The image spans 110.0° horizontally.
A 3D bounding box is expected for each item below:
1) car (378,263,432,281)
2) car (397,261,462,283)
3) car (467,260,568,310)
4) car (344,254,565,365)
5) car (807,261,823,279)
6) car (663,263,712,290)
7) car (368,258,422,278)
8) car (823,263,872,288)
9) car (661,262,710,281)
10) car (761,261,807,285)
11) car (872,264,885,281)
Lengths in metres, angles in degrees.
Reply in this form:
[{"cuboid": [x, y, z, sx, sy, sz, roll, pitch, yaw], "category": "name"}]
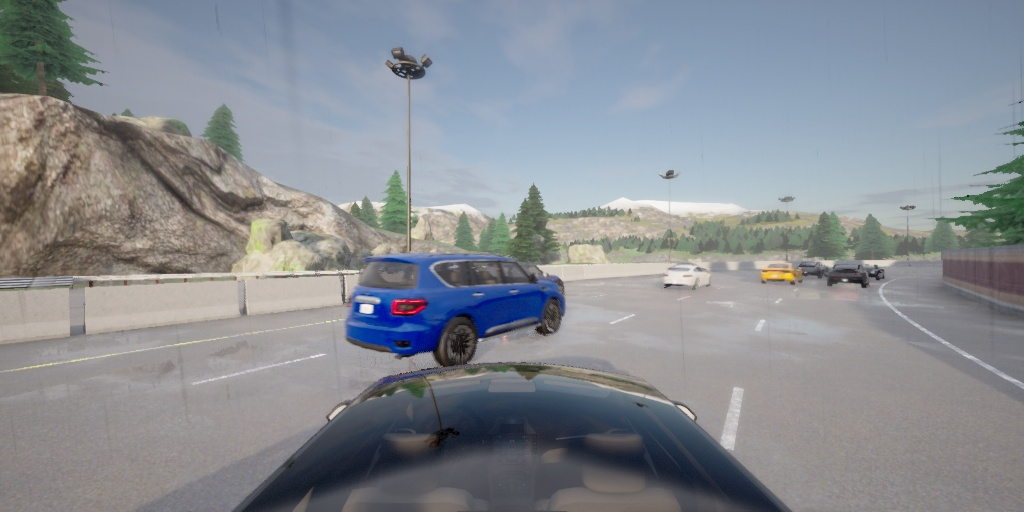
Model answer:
[{"cuboid": [-9.345, 1.314, 31.497, 1.994, 1.385, 4.181, 0, 0, 41], "category": "car"}, {"cuboid": [-6.623, 1.241, 29.322, 2.128, 1.511, 4.902, 0, 0, 41], "category": "car"}, {"cuboid": [0.412, 1.102, 15.574, 2.097, 1.767, 4.553, 0, 0, 38], "category": "car"}, {"cuboid": [-0.862, 0.972, 8.163, 2.150, 2.045, 5.566, 0, 0, 36], "category": "car"}, {"cuboid": [27.719, 1.241, 33.032, 4.902, 1.511, 2.128, 0, 0, -39], "category": "car"}, {"cuboid": [11.042, 1.275, 22.487, 1.812, 1.442, 4.674, 0, 0, 43], "category": "car"}, {"cuboid": [-11.231, 1.102, 34.656, 2.097, 1.767, 4.553, 0, 0, 41], "category": "car"}, {"cuboid": [22.491, 1.255, 23.954, 4.892, 1.490, 1.837, 0, 0, -43], "category": "car"}, {"cuboid": [15.504, 1.298, 31.850, 5.357, 1.411, 2.033, 0, 0, -42], "category": "car"}, {"cuboid": [19.753, 1.228, 26.182, 5.008, 1.535, 1.882, 0, 0, -43], "category": "car"}, {"cuboid": [30.450, 1.351, 30.762, 4.718, 1.301, 1.895, 0, 0, -39], "category": "car"}]
